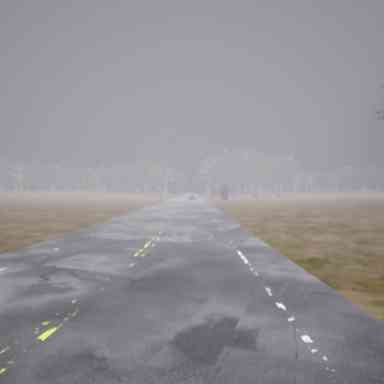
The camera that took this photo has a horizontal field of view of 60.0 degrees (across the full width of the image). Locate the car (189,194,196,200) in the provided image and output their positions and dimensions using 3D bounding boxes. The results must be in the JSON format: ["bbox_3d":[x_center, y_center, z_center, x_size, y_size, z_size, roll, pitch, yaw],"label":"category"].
[{"bbox_3d":[0.042,1.273,91.319,1.837,1.490,4.892,0,0,0],"label":"car"}]

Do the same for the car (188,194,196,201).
[{"bbox_3d":[0.038,1.511,81.330,1.895,1.301,4.718,0,0,0],"label":"car"}]
